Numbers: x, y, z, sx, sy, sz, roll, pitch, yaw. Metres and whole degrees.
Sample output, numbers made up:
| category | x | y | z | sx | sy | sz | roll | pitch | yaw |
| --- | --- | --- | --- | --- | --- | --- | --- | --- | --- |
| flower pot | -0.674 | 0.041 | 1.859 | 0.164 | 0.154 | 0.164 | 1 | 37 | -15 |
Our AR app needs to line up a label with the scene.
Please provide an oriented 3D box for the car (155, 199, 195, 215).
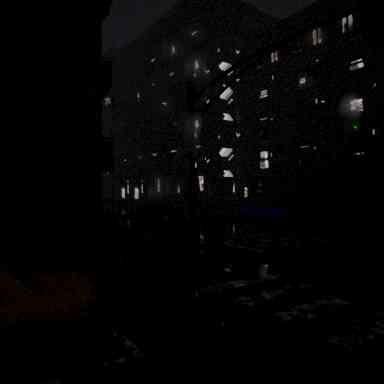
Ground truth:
| category | x | y | z | sx | sy | sz | roll | pitch | yaw |
| --- | --- | --- | --- | --- | --- | --- | --- | --- | --- |
| car | -1.827 | 1.448 | 34.242 | 1.752 | 1.417 | 4.829 | 0 | 0 | -36 |

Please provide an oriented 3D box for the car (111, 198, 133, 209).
| category | x | y | z | sx | sy | sz | roll | pitch | yaw |
| --- | --- | --- | --- | --- | --- | --- | --- | --- | --- |
| car | -8.385 | 1.462 | 43.261 | 1.887 | 1.381 | 4.507 | -1 | 0 | -36 |

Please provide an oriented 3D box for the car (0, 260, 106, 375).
| category | x | y | z | sx | sy | sz | roll | pitch | yaw |
| --- | --- | --- | --- | --- | --- | --- | --- | --- | --- |
| car | -3.551 | 1.525 | 4.032 | 4.829 | 1.417 | 1.752 | 0 | 0 | -36 |

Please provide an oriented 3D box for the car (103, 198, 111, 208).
| category | x | y | z | sx | sy | sz | roll | pitch | yaw |
| --- | --- | --- | --- | --- | --- | --- | --- | --- | --- |
| car | -11.715 | 1.462 | 47.841 | 1.887 | 1.381 | 4.507 | -1 | 0 | -36 |

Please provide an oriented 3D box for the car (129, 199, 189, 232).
| category | x | y | z | sx | sy | sz | roll | pitch | yaw |
| --- | --- | --- | --- | --- | --- | --- | --- | --- | --- |
| car | -1.857 | 1.440 | 20.033 | 1.967 | 1.590 | 4.097 | 0 | 0 | -36 |

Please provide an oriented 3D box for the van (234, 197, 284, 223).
| category | x | y | z | sx | sy | sz | roll | pitch | yaw |
| --- | --- | --- | --- | --- | --- | --- | --- | --- | --- |
| van | 4.932 | 1.279 | 24.945 | 1.690 | 1.788 | 3.998 | 0 | 0 | -36 |
